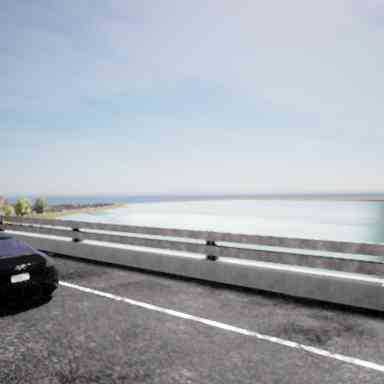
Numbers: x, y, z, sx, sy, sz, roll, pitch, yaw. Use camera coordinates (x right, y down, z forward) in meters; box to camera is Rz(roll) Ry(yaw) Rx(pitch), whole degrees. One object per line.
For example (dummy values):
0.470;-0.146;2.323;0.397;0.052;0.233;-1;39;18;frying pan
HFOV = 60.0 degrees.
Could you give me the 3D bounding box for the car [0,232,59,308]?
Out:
-4.915;1.625;7.571;4.181;1.385;1.994;0;0;36;car
